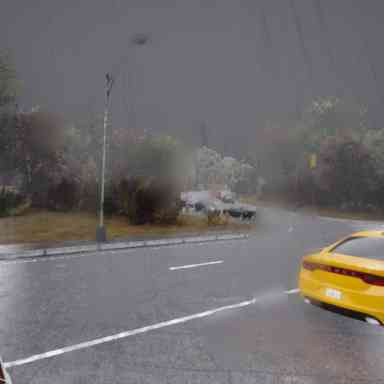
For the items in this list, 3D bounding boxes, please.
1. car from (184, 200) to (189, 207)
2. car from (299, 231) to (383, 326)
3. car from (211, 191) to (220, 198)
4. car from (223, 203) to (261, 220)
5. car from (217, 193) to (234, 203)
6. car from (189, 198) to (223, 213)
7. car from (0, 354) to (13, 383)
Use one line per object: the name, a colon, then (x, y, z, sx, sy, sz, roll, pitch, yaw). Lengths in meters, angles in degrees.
car: (-1.081, 1.721, 52.672, 1.994, 1.385, 4.181, 2, 1, -14)
car: (4.330, 1.541, 6.841, 5.008, 1.535, 1.882, 1, -1, -35)
car: (5.695, 0.733, 78.949, 2.150, 2.045, 5.566, 2, 2, -1)
car: (5.075, 2.143, 34.280, 1.895, 1.301, 4.718, 3, -1, -22)
car: (7.021, 1.564, 66.446, 1.837, 1.490, 4.892, 2, 2, -9)
car: (1.740, 1.921, 43.085, 2.128, 1.511, 4.902, 2, 0, -19)
car: (-3.262, 1.354, 1.424, 4.553, 1.767, 2.097, 0, 0, -35)
